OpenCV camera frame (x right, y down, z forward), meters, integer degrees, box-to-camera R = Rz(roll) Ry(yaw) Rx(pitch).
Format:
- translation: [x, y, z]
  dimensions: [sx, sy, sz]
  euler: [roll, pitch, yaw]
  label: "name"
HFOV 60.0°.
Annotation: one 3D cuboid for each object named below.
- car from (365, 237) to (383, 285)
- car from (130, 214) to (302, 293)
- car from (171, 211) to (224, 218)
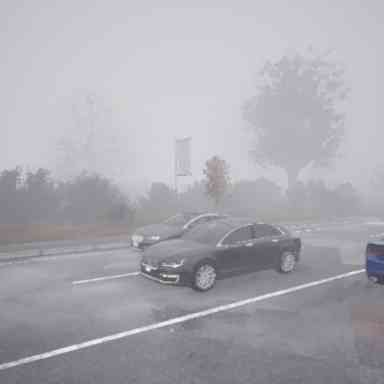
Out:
- translation: [6.297, 1.488, 8.307]
  dimensions: [5.008, 1.535, 1.882]
  euler: [0, 0, -36]
  label: "car"
- translation: [0.970, 1.513, 9.016]
  dimensions: [4.892, 1.490, 1.837]
  euler: [0, 0, -36]
  label: "car"
- translation: [0.079, 1.503, 12.689]
  dimensions: [4.902, 1.511, 2.128]
  euler: [0, 0, -36]
  label: "car"
